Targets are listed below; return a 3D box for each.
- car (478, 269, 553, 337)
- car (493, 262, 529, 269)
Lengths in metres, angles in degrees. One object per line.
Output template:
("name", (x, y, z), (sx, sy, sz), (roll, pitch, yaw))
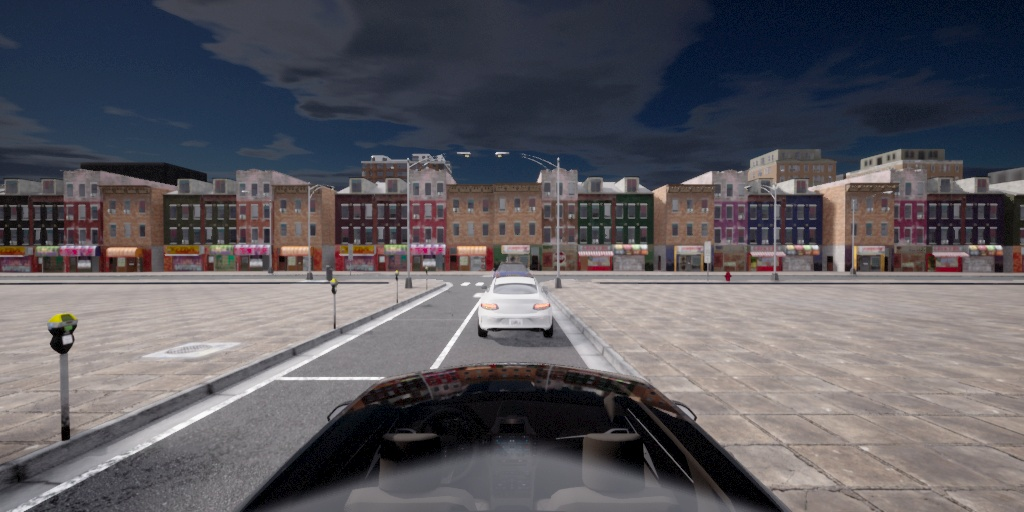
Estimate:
("car", (0.081, 1.274, 10.137), (1.812, 1.442, 4.674), (0, 0, 0))
("car", (-0.033, 1.099, 20.431), (2.097, 1.767, 4.553), (0, 0, -2))
